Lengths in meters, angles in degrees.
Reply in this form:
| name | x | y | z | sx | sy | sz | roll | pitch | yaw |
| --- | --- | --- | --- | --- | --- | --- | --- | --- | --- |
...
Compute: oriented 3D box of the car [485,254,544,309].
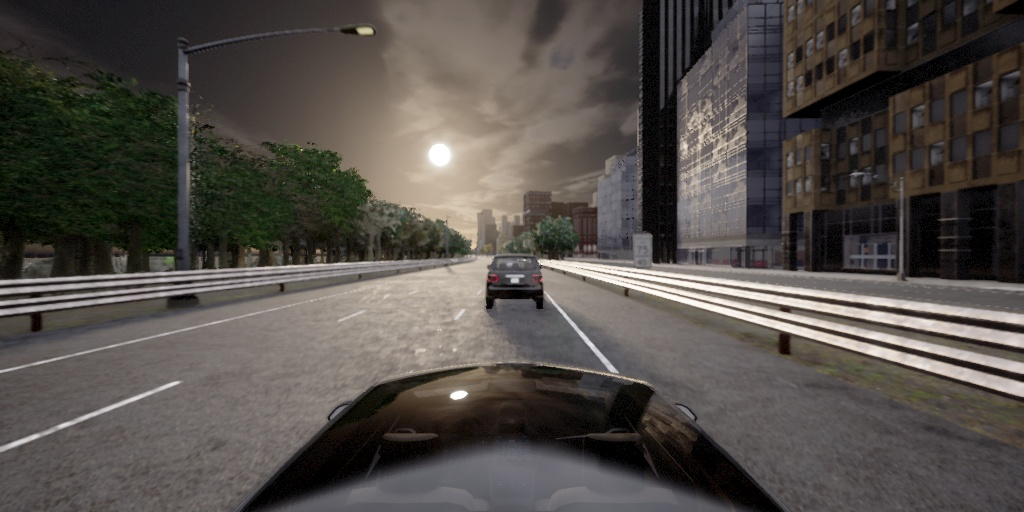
| name | x | y | z | sx | sy | sz | roll | pitch | yaw |
| --- | --- | --- | --- | --- | --- | --- | --- | --- | --- |
| car | 0.102 | 0.927 | 14.924 | 2.150 | 2.045 | 5.566 | 0 | 0 | 0 |
